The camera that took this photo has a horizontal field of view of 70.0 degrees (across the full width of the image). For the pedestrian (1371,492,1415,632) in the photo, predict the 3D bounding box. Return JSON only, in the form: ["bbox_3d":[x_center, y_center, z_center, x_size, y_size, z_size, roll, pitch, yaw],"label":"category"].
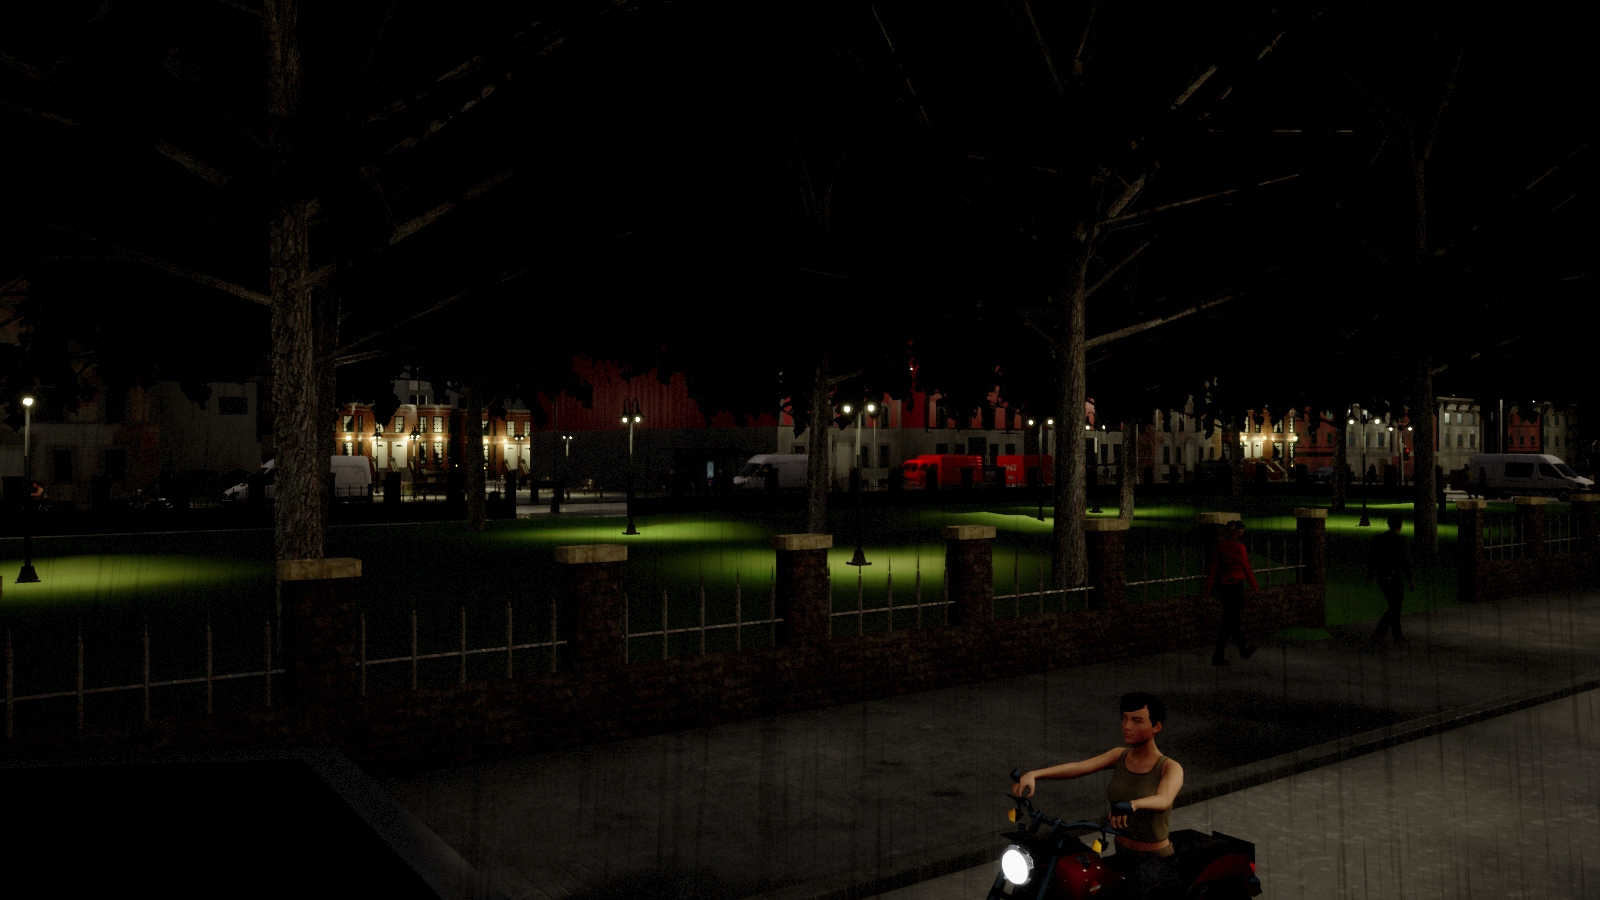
[{"bbox_3d":[8.101,1.518,15.609,0.375,1.860,0.375,0,0,-24],"label":"pedestrian"}]

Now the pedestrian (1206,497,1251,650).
[{"bbox_3d":[5.327,1.519,14.216,0.375,1.860,0.375,0,0,-27],"label":"pedestrian"}]

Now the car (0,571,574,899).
[{"bbox_3d":[-3.767,1.534,1.768,6.274,2.098,2.390,0,0,-35],"label":"car"}]
